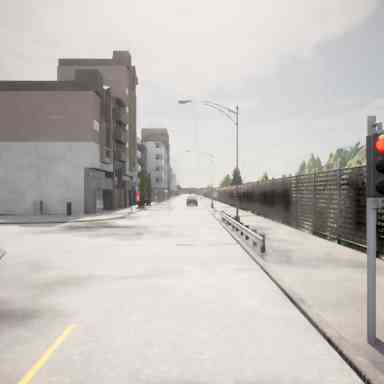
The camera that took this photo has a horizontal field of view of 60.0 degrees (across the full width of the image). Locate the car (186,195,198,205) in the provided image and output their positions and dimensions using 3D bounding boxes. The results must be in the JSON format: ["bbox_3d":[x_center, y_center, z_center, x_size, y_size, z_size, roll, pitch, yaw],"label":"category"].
[{"bbox_3d":[0.012,1.526,56.689,1.812,1.442,4.674,0,0,0],"label":"car"}]

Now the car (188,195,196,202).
[{"bbox_3d":[-0.115,1.524,77.482,1.812,1.442,4.674,0,0,0],"label":"car"}]
